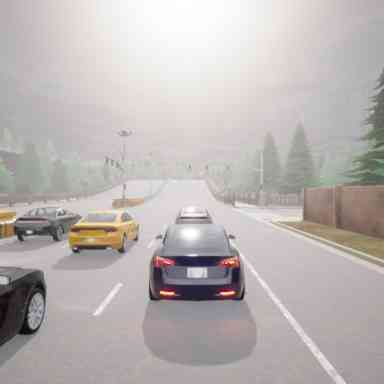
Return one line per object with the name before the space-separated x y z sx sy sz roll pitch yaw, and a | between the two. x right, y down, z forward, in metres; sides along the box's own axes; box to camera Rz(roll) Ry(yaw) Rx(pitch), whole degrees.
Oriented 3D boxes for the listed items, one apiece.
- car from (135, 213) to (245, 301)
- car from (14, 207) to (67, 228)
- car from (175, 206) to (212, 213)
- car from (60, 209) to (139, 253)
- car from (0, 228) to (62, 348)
car | 0.095 1.503 8.358 2.163 1.488 4.792 0 0 0
car | -6.911 1.490 16.556 2.128 1.511 4.902 0 0 0
car | 0.087 1.491 17.449 2.128 1.511 4.902 0 0 0
car | -3.409 1.477 13.711 1.882 1.535 5.008 0 0 0
car | -3.401 1.477 3.694 1.882 1.535 5.008 0 0 0
